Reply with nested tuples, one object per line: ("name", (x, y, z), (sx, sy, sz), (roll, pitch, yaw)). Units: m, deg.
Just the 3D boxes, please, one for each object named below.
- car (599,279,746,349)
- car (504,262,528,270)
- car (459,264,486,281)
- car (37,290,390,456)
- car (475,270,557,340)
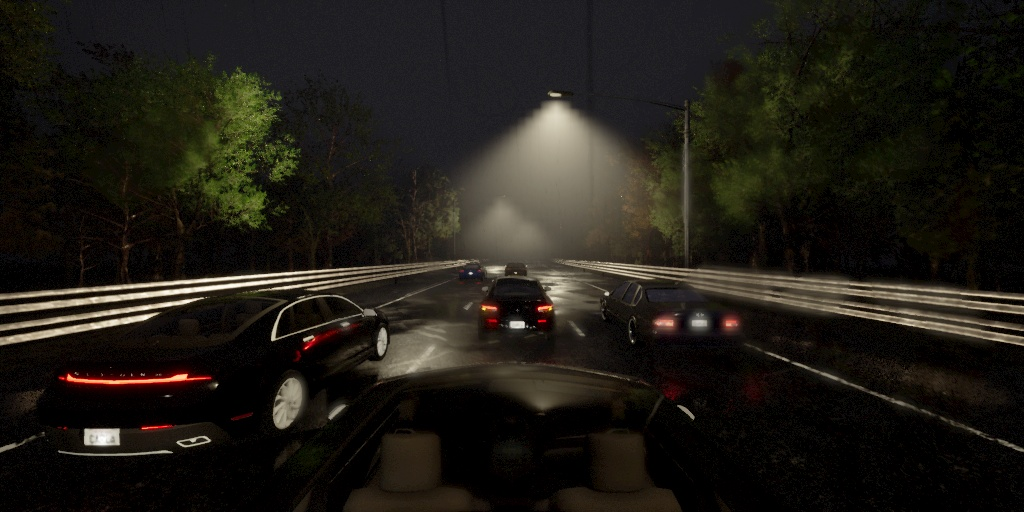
("car", (3.599, 1.297, 9.173), (2.033, 1.411, 5.357), (0, 0, 3))
("car", (0.344, 1.224, 31.458), (1.882, 1.535, 5.008), (0, 0, 1))
("car", (-3.175, 1.311, 29.828), (1.994, 1.385, 4.181), (0, 0, 1))
("car", (-3.388, 1.255, 5.395), (1.837, 1.490, 4.892), (0, 0, 0))
("car", (0.128, 1.275, 9.814), (1.812, 1.442, 4.674), (0, 0, 0))
